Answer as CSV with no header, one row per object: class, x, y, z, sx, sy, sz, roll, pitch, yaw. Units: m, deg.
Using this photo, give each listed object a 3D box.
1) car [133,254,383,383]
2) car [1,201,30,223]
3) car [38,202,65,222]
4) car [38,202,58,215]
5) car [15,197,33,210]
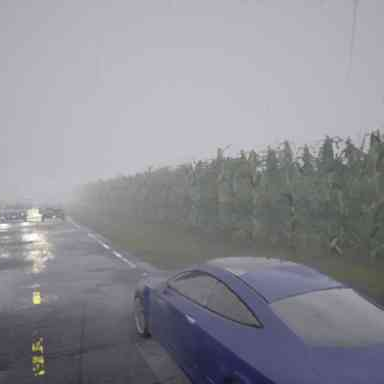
car,0.644,1.532,4.193,1.812,1.442,4.674,-1,0,-25
car,-15.450,1.800,29.127,1.837,1.490,4.892,-1,0,-25
car,-12.256,1.762,29.230,1.837,1.490,4.892,-1,0,-25
car,-17.084,1.919,39.317,1.994,1.385,4.181,-1,0,-25
car,-26.359,1.739,52.272,2.150,2.045,5.566,-1,0,-25
